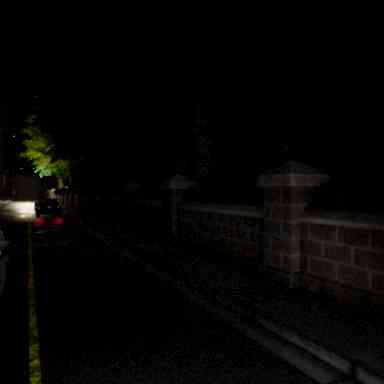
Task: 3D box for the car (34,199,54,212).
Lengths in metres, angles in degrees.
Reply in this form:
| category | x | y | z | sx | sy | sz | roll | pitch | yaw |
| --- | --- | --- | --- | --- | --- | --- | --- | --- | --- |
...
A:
| category | x | y | z | sx | sy | sz | roll | pitch | yaw |
| --- | --- | --- | --- | --- | --- | --- | --- | --- | --- |
| car | -17.934 | 1.583 | 40.120 | 1.994 | 1.385 | 4.181 | 0 | 0 | -27 |

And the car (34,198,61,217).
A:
| category | x | y | z | sx | sy | sz | roll | pitch | yaw |
| --- | --- | --- | --- | --- | --- | --- | --- | --- | --- |
| car | -13.556 | 1.366 | 31.252 | 2.097 | 1.767 | 4.553 | 0 | 0 | -26 |

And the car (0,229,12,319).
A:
| category | x | y | z | sx | sy | sz | roll | pitch | yaw |
| --- | --- | --- | --- | --- | --- | --- | --- | --- | --- |
| car | -3.928 | 1.222 | 4.750 | 2.150 | 2.045 | 5.566 | 0 | 0 | -26 |
